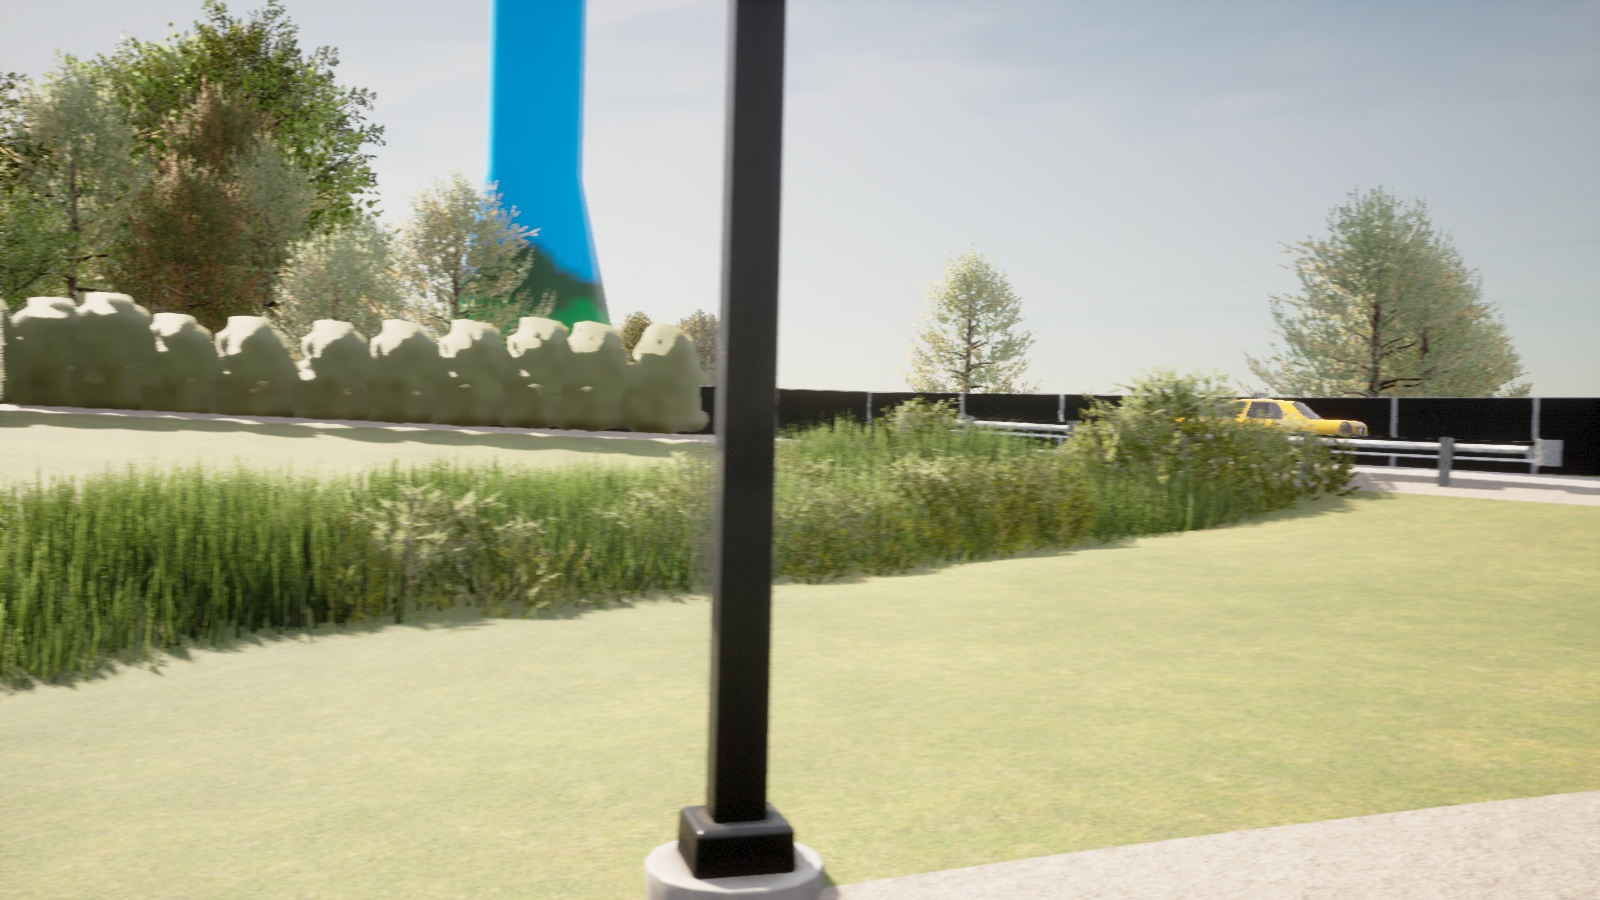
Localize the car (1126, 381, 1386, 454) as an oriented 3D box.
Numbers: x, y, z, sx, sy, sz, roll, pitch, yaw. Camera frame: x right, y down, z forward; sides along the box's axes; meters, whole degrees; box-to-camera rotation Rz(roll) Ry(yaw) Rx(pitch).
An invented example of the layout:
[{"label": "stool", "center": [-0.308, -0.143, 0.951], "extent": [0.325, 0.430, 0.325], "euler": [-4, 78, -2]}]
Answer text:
[{"label": "car", "center": [10.507, -0.783, 29.236], "extent": [5.366, 1.575, 1.801], "euler": [2, 2, 39]}]
